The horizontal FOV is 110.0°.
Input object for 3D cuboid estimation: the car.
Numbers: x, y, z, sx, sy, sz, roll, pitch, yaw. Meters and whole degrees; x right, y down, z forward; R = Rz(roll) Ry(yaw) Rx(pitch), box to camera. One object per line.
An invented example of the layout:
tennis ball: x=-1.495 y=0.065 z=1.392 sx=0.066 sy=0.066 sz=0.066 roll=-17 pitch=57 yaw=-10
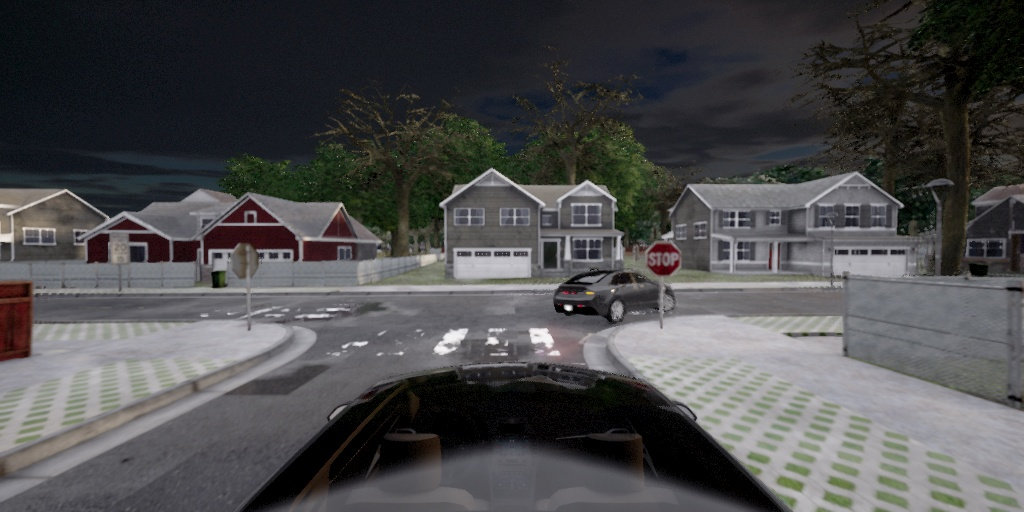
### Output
car: x=3.501 y=1.193 z=11.861 sx=4.892 sy=1.490 sz=1.837 roll=-1 pitch=-2 yaw=-39
